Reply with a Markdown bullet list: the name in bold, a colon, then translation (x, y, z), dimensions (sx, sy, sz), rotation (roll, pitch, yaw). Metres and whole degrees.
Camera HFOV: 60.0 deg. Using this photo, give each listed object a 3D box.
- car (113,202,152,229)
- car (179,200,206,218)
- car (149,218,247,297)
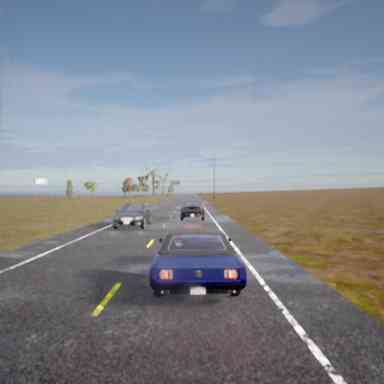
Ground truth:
- **car**: translation (-3.648, 1.426, 20.983), dimensions (2.128, 1.511, 4.902), rotation (0, 0, 0)
- **car**: translation (0.035, 1.423, 26.444), dimensions (1.837, 1.490, 4.892), rotation (0, 0, 0)
- **car**: translation (0.083, 1.575, 8.500), dimensions (1.895, 1.301, 4.718), rotation (0, 0, -1)
